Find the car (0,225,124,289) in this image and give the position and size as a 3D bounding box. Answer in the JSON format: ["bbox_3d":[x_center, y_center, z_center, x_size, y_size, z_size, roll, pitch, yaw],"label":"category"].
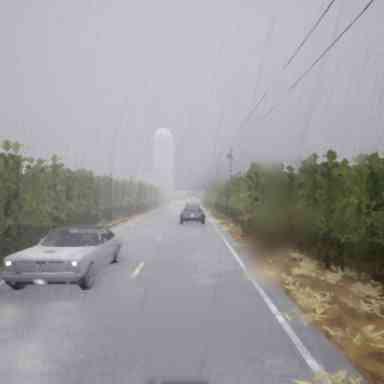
[{"bbox_3d":[-3.295,1.661,9.431,1.895,1.301,4.718,0,0,0],"label":"car"}]

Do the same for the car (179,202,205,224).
[{"bbox_3d":[0.043,1.731,26.581,1.994,1.385,4.181,0,0,1],"label":"car"}]
